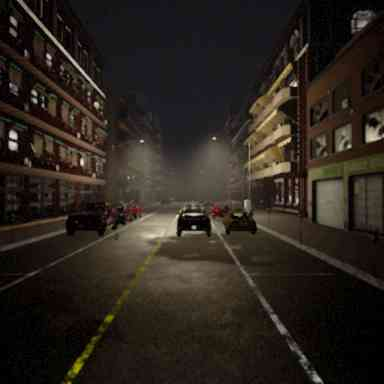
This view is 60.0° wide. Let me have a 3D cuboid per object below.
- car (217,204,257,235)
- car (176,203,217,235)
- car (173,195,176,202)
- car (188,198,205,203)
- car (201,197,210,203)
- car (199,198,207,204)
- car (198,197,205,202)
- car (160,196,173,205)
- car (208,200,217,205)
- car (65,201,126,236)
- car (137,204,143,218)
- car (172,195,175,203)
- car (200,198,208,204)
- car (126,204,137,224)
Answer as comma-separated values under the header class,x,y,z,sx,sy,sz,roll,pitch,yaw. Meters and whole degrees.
class,x,y,z,sx,sy,sz,roll,pitch,yaw
car,2.698,1.657,19.750,1.752,1.417,4.829,0,0,0
car,0.106,1.622,19.594,2.128,1.511,4.902,0,0,0
car,-5.658,2.113,87.221,1.887,1.381,4.507,0,0,0
car,0.115,1.812,40.172,2.033,1.411,5.357,0,0,0
car,2.711,1.902,53.396,2.008,1.369,4.403,0,0,0
car,2.721,2.098,81.577,1.947,1.339,4.313,0,0,0
car,2.725,2.186,92.849,1.802,1.307,4.206,0,0,0
car,-5.664,2.010,70.312,2.008,1.369,4.403,0,0,0
car,2.702,1.749,30.853,1.887,1.381,4.507,0,0,0
car,-5.681,1.446,19.589,2.192,1.841,5.009,0,0,0
car,-5.678,1.749,30.860,1.887,1.381,4.507,0,0,0
car,-5.662,2.047,75.948,2.008,1.369,4.403,0,0,0
car,2.720,2.022,76.111,1.752,1.417,4.829,0,0,0
car,-5.680,1.608,25.223,1.967,1.590,4.097,0,0,0
